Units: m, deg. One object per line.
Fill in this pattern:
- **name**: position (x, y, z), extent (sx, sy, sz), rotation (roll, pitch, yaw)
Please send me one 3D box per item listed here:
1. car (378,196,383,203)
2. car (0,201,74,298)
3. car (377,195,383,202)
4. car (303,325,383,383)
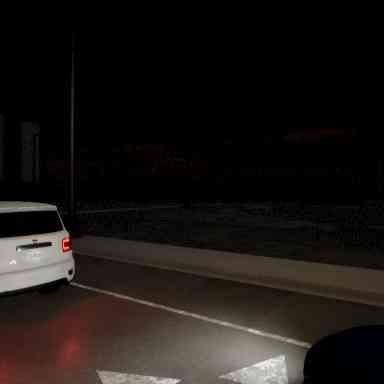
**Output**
- **car**: position (39.916, 1.527, 67.905), extent (2.038, 1.542, 4.974), rotation (1, 1, 6)
- **car**: position (-5.028, 1.220, 7.571), extent (5.566, 2.045, 2.150), rotation (0, 0, 35)
- **car**: position (39.923, 1.369, 67.954), extent (1.853, 1.218, 4.536), rotation (1, 1, 6)
- **car**: position (3.010, 1.516, 1.840), extent (4.674, 1.442, 1.812), rotation (0, 0, 35)
